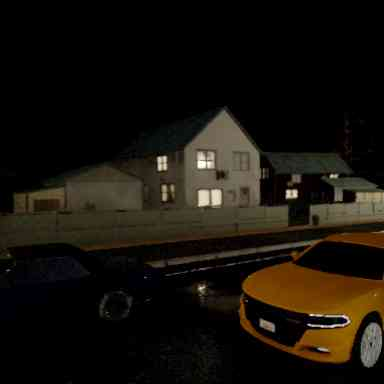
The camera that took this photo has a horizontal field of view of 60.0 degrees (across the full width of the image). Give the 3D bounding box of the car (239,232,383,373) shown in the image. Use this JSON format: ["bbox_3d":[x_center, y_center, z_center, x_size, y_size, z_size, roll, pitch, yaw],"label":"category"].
[{"bbox_3d":[3.026,1.497,5.844,5.008,1.535,1.882,0,0,-35],"label":"car"}]

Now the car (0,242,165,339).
[{"bbox_3d":[-2.918,1.603,5.596,4.718,1.301,1.895,0,0,-36],"label":"car"}]
